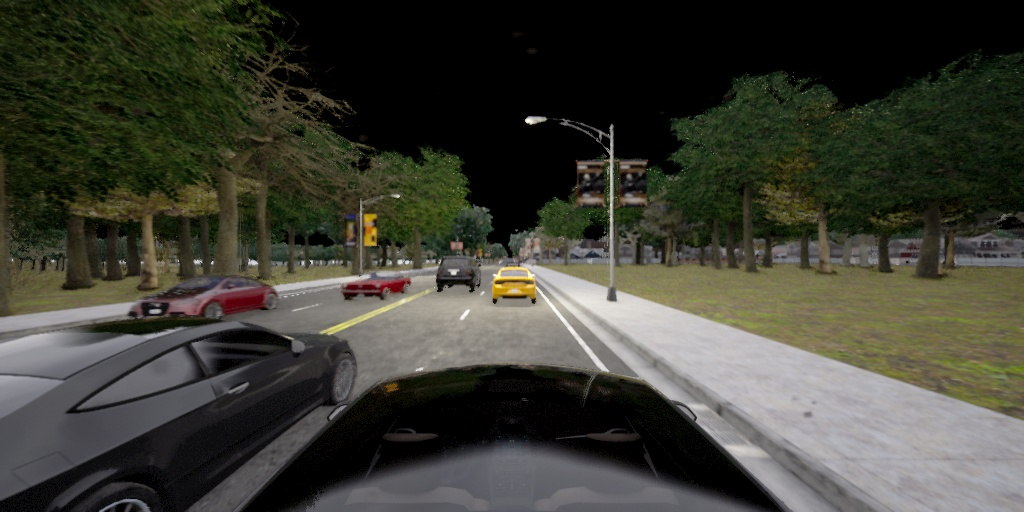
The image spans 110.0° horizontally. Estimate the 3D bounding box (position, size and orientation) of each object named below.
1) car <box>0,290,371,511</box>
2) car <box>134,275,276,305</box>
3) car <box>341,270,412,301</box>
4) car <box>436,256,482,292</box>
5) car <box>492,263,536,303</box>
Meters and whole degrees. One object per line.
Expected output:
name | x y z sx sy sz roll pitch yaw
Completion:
car | -3.150 1.280 3.268 1.812 1.442 4.674 0 0 0
car | -9.826 1.344 11.871 1.994 1.385 4.181 0 0 0
car | -6.533 1.404 17.728 1.895 1.301 4.718 0 0 1
car | -3.150 1.042 22.010 2.150 2.045 5.566 0 0 0
car | 0.099 1.277 17.066 1.882 1.535 5.008 0 0 0
